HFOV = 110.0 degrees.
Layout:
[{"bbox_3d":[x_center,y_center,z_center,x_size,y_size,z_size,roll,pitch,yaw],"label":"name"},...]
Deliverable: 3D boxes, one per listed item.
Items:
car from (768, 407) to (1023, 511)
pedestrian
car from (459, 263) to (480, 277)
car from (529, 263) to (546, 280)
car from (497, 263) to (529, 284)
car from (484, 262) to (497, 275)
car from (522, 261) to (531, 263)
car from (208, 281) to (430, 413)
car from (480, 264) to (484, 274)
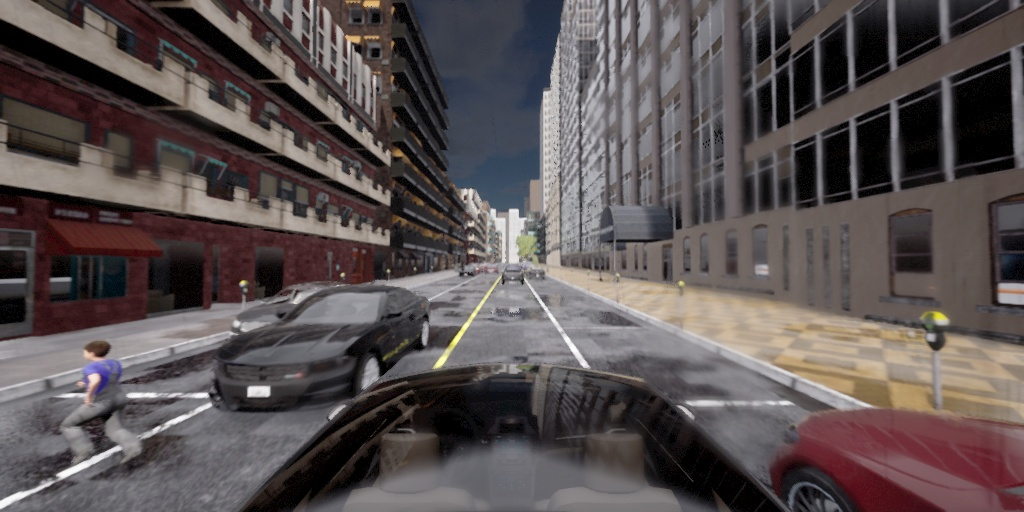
[{"bbox_3d":[2.750,1.264,0.605,1.812,1.442,4.674,0,-1,0],"label":"car"},{"bbox_3d":[-3.923,1.343,3.447,0.375,1.300,0.375,1,-1,0],"label":"pedestrian"},{"bbox_3d":[-5.327,1.792,43.493,1.948,1.339,4.313,0,0,0],"label":"car"},{"bbox_3d":[2.555,1.710,37.662,2.007,1.370,4.403,0,0,0],"label":"car"},{"bbox_3d":[0.080,1.570,30.478,2.128,1.511,4.902,0,-1,0],"label":"car"},{"bbox_3d":[-2.841,1.831,50.467,1.812,1.442,4.674,0,-1,0],"label":"car"},{"bbox_3d":[2.550,1.904,54.618,2.007,1.370,4.403,0,0,0],"label":"car"},{"bbox_3d":[-2.852,1.283,6.542,1.882,1.535,5.008,0,-1,0],"label":"car"},{"bbox_3d":[-5.329,1.730,49.138,1.967,1.591,4.097,0,0,0],"label":"car"}]
